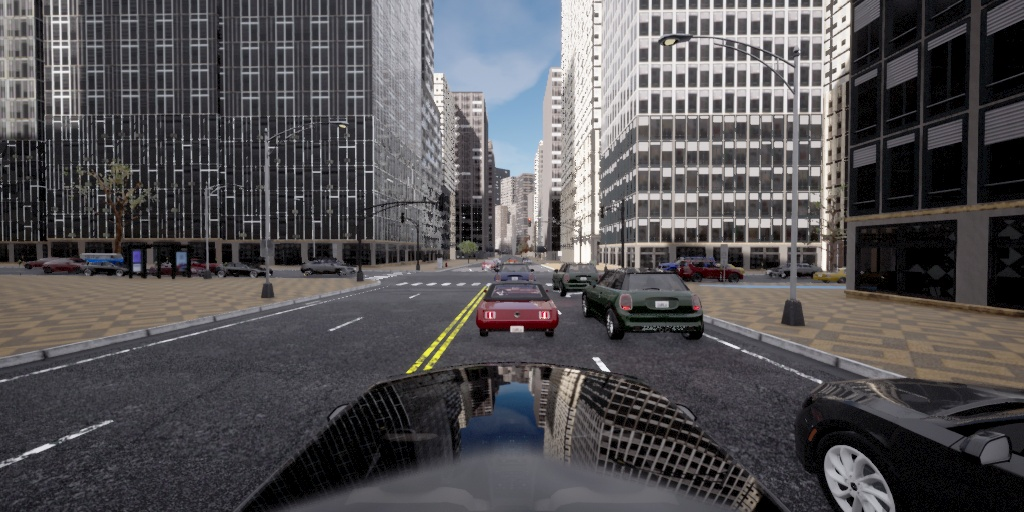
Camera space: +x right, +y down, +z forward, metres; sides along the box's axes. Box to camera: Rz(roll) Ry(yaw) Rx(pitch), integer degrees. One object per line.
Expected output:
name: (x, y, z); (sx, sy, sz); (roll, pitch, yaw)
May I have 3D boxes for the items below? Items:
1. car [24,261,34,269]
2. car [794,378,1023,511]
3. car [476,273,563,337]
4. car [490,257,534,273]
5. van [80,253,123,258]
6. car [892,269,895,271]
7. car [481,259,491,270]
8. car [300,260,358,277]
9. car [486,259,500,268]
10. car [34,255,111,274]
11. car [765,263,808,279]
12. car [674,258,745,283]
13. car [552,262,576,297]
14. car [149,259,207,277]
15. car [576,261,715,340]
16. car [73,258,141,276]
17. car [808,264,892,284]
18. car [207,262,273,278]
car: (-50.893, 0.794, 39.471); (4.207, 1.307, 1.802); (0, 0, 1)
car: (3.343, 1.255, 1.078); (1.837, 1.490, 4.892); (0, 0, 0)
car: (0.115, 1.347, 10.229); (1.895, 1.301, 4.718); (0, 0, 0)
car: (0.135, 1.092, 19.223); (2.097, 1.767, 4.553); (0, 0, 0)
van: (-45.211, 0.605, 39.344); (3.998, 1.789, 1.690); (0, 0, 1)
car: (33.168, 1.684, 29.395); (4.207, 1.307, 1.802); (0, 0, 1)
car: (-3.229, 1.241, 50.698); (1.812, 1.442, 4.674); (0, 0, 0)
car: (-16.769, 1.109, 32.966); (4.902, 1.511, 2.128); (0, 1, 0)
car: (-3.204, 1.251, 60.386); (2.033, 1.411, 5.357); (0, 0, 0)
car: (-40.883, 0.924, 33.455); (4.674, 1.442, 1.812); (0, 1, 2)
car: (27.699, 1.452, 35.273); (4.902, 1.511, 2.128); (1, 1, 1)
car: (16.250, 1.269, 29.721); (5.009, 1.841, 2.192); (0, 0, 1)
car: (3.384, 1.093, 19.070); (2.097, 1.767, 4.553); (0, 0, 0)
car: (-28.357, 1.138, 30.475); (4.207, 1.307, 1.802); (0, 0, 1)
car: (3.359, 1.098, 10.133); (2.097, 1.767, 4.553); (0, 0, 0)
car: (-34.038, 1.070, 30.660); (4.313, 1.339, 1.948); (0, 0, 1)
car: (27.698, 1.579, 29.500); (4.829, 1.417, 1.751); (0, 0, 1)
car: (-22.674, 1.174, 30.330); (4.313, 1.339, 1.948); (0, 0, 1)
